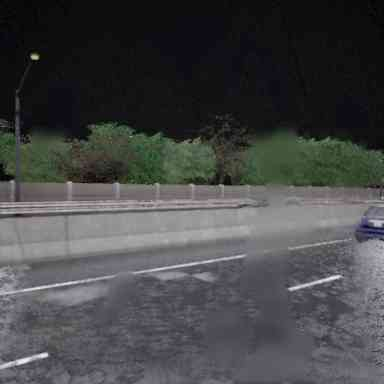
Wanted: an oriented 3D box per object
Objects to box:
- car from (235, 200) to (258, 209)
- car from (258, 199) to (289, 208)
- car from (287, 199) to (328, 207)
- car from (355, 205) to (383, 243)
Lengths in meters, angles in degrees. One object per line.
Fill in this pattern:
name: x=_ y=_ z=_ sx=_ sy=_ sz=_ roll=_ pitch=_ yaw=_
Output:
car: x=6.951 y=1.526 z=34.738 sx=5.357 sy=1.411 sz=2.033 roll=0 pitch=0 yaw=-35
car: x=8.969 y=1.484 z=31.876 sx=4.892 sy=1.490 sz=1.837 roll=0 pitch=0 yaw=-35
car: x=10.538 y=1.543 z=28.696 sx=4.181 sy=1.385 sz=1.994 roll=0 pitch=0 yaw=-35
car: x=9.196 y=1.329 z=14.603 sx=4.553 sy=1.767 sz=2.097 roll=0 pitch=0 yaw=-35
